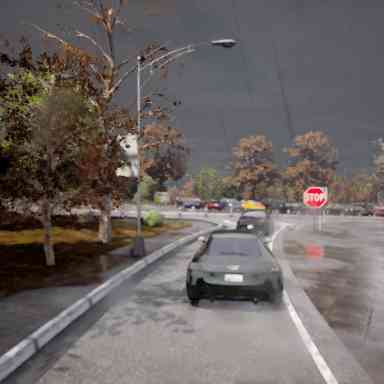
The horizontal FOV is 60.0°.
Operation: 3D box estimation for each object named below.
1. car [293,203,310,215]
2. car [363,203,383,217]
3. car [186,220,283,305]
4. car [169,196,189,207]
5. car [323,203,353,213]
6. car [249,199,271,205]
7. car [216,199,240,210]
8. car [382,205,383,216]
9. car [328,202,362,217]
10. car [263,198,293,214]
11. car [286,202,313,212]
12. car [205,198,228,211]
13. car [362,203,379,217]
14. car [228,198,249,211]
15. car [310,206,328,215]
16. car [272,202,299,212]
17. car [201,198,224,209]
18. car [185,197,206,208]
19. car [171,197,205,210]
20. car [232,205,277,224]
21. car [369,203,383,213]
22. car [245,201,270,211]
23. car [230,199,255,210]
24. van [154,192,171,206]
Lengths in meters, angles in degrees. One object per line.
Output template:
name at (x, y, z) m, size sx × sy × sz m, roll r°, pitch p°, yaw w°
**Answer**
car at (12.666, 2.189, 43.849) m, size 2.231 × 1.521 × 4.892 m, roll 3°, pitch -1°, yaw -18°
car at (25.910, 2.864, 48.136) m, size 2.163 × 1.488 × 4.792 m, roll 2°, pitch -1°, yaw -18°
car at (1.060, 1.624, 8.310) m, size 1.994 × 1.385 × 4.181 m, roll 0°, pitch -1°, yaw 8°
car at (-2.113, 1.495, 52.852) m, size 2.002 × 1.452 × 4.674 m, roll 4°, pitch -1°, yaw -18°
car at (27.116, 2.999, 62.034) m, size 1.946 × 1.575 × 5.366 m, roll 2°, pitch -1°, yaw -18°
car at (7.359, 1.857, 42.146) m, size 2.097 × 1.535 × 5.008 m, roll 4°, pitch -1°, yaw -18°
car at (5.901, 1.996, 55.616) m, size 1.946 × 1.575 × 5.366 m, roll 4°, pitch -1°, yaw -18°
car at (31.213, 2.906, 49.839) m, size 2.185 × 1.767 × 4.553 m, roll 2°, pitch 0°, yaw -18°
car at (20.631, 2.478, 46.378) m, size 2.185 × 1.767 × 4.553 m, roll 3°, pitch -1°, yaw -18°
car at (10.018, 1.776, 43.035) m, size 2.435 × 2.045 × 5.566 m, roll 4°, pitch -1°, yaw -18°
car at (19.225, 2.698, 59.690) m, size 2.231 × 1.521 × 4.892 m, roll 3°, pitch -1°, yaw -18°
car at (2.059, 1.522, 40.482) m, size 2.163 × 1.488 × 4.792 m, roll 4°, pitch -1°, yaw -18°
car at (23.276, 2.753, 47.229) m, size 2.163 × 1.488 × 4.792 m, roll 2°, pitch -1°, yaw -18°
car at (4.715, 1.553, 41.336) m, size 2.185 × 1.767 × 4.553 m, roll 4°, pitch -1°, yaw -18°
car at (15.314, 2.367, 44.674) m, size 2.163 × 1.488 × 4.792 m, roll 3°, pitch -1°, yaw -18°
car at (16.449, 2.571, 58.800) m, size 2.097 × 1.535 × 5.008 m, roll 3°, pitch -1°, yaw -18°
car at (3.293, 1.859, 54.614) m, size 2.163 × 1.488 × 4.792 m, roll 4°, pitch -1°, yaw -18°
car at (0.533, 1.682, 53.701) m, size 2.002 × 1.452 × 4.674 m, roll 4°, pitch -1°, yaw -18°
car at (-0.568, 1.335, 39.577) m, size 2.163 × 1.488 × 4.792 m, roll 4°, pitch -1°, yaw -18°
car at (3.923, 1.760, 20.344) m, size 1.812 × 1.442 × 4.674 m, roll 0°, pitch -1°, yaw 18°
car at (37.675, 3.171, 65.649) m, size 2.185 × 1.767 × 4.553 m, roll 1°, pitch 0°, yaw -18°
car at (11.147, 2.334, 57.074) m, size 2.163 × 1.488 × 4.792 m, roll 3°, pitch -1°, yaw -18°
car at (8.558, 2.157, 56.468) m, size 1.946 × 1.575 × 5.366 m, roll 4°, pitch -1°, yaw -18°
van at (-4.596, 1.053, 51.919) m, size 1.878 × 1.987 × 4.442 m, roll 4°, pitch 0°, yaw -18°
